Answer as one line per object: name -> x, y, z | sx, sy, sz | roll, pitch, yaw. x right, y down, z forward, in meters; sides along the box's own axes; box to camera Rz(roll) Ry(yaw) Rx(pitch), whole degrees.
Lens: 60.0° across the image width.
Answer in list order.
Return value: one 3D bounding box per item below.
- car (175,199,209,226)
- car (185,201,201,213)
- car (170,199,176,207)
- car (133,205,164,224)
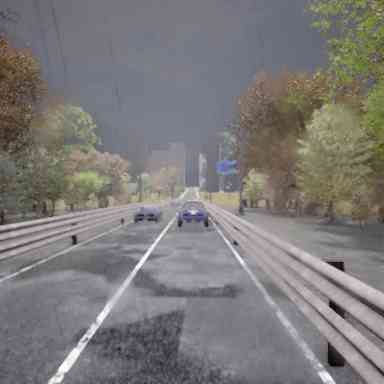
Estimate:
car -> 0.092, 1.464, 24.466 | 2.097, 1.767, 4.553 | 0, -1, 0
car -> 0.087, 1.912, 42.952 | 1.994, 1.385, 4.181 | 0, -1, 0
car -> -3.288, 2.205, 66.950 | 1.812, 1.442, 4.674 | 0, -1, 0
car -> -3.356, 1.731, 26.157 | 1.895, 1.301, 4.718 | 0, -1, 0
